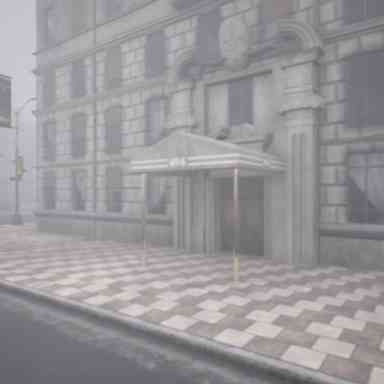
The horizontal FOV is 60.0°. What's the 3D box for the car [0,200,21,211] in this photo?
[{"bbox_3d":[-24.093,1.711,41.521,1.882,1.535,5.008,0,0,35],"label":"car"}]
